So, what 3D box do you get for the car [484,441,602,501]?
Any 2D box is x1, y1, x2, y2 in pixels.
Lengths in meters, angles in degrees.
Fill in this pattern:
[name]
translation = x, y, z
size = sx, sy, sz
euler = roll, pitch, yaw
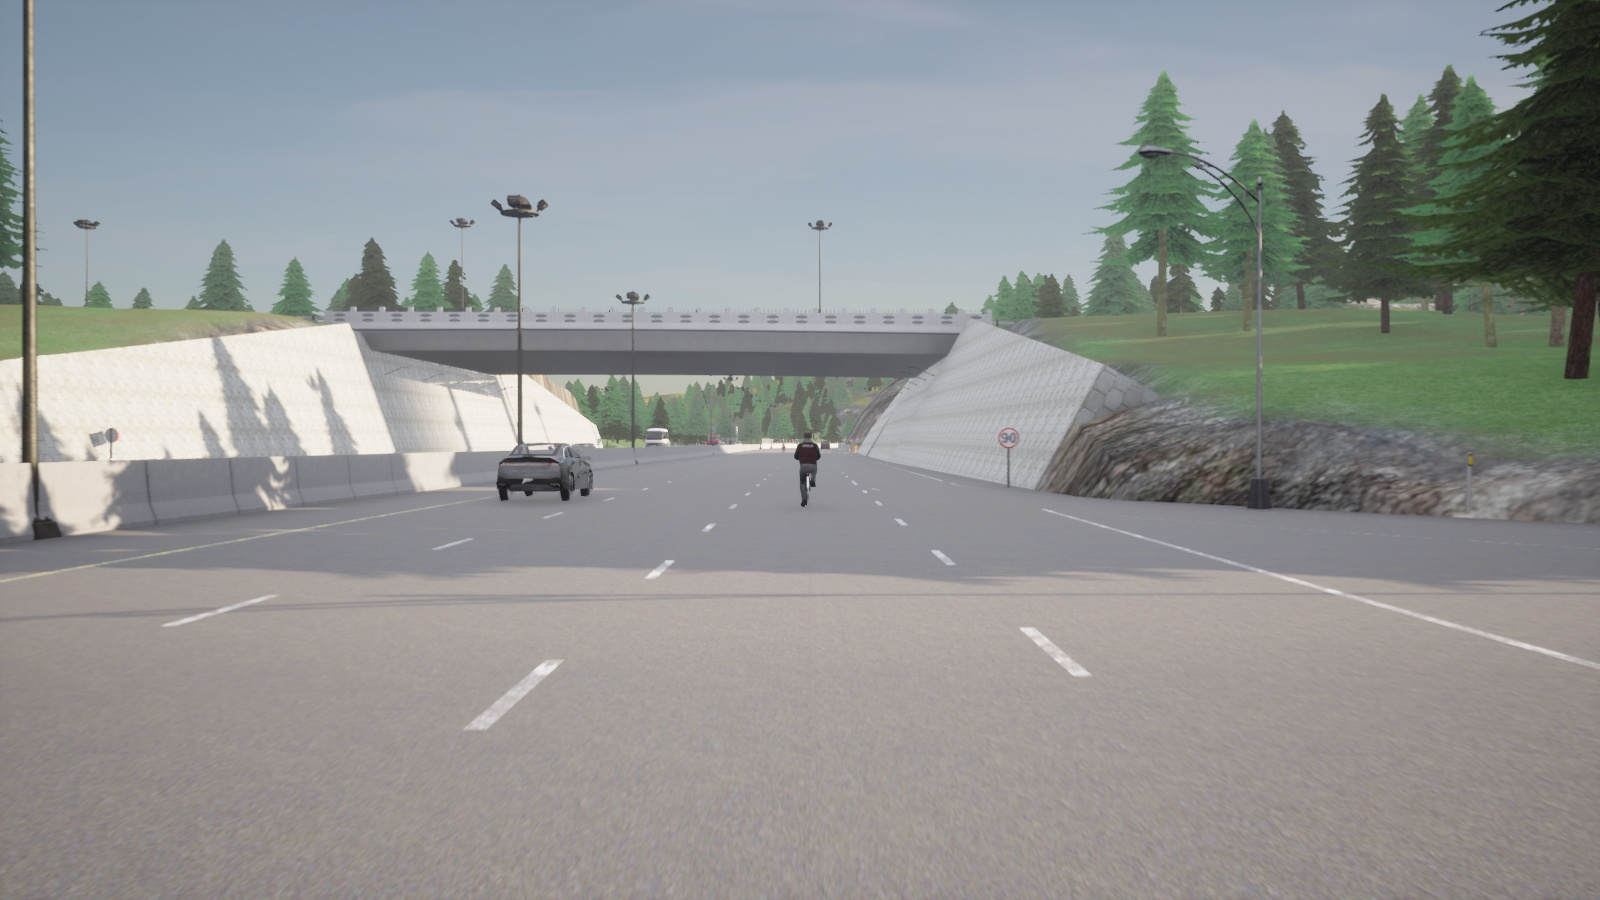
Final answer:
[car]
translation = -6.793, 0.507, 33.742
size = 2.128, 1.511, 4.902
euler = 0, 0, 0
